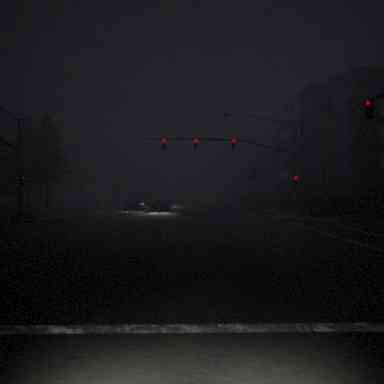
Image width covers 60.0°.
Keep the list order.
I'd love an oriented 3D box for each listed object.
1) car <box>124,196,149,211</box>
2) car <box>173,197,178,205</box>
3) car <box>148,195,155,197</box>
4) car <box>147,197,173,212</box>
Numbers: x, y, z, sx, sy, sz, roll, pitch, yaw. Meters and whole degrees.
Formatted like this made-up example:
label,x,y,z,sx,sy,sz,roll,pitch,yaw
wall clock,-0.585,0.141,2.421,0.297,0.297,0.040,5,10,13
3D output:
label,x,y,z,sx,sy,sz,roll,pitch,yaw
car,-7.025,1.544,40.830,2.033,1.411,5.357,0,0,0
car,-3.397,1.596,58.349,1.895,1.301,4.718,0,0,0
car,-6.893,1.347,54.995,2.097,1.767,4.553,0,0,0
car,-3.530,1.561,37.869,1.994,1.385,4.181,0,0,0
